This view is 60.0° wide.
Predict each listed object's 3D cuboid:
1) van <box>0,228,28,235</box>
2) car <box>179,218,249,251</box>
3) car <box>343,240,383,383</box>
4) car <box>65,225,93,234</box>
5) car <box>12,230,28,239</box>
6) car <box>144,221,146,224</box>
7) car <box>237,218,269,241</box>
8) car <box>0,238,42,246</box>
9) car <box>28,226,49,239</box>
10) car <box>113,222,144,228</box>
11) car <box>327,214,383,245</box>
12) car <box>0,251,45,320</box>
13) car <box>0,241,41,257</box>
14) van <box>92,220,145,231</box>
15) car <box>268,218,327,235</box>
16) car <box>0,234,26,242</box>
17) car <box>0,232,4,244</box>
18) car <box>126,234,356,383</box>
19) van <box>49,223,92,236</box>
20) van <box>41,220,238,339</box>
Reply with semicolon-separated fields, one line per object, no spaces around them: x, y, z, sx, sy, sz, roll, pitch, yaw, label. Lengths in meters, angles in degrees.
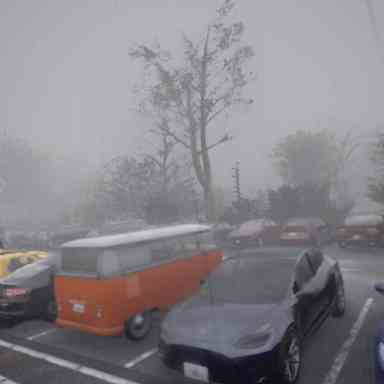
-16.833;4.648;34.164;1.878;1.987;4.442;-7;-4;35;van
1.551;2.665;21.404;2.097;1.535;5.008;-7;-4;35;car
3.711;1.577;4.548;2.002;1.452;4.674;-7;-4;35;car
-7.542;3.764;27.796;2.231;1.521;4.892;-7;-4;35;car
-14.424;4.624;32.657;2.163;1.488;4.792;-7;-4;35;car
-0.738;2.818;23.053;2.185;1.767;4.553;-7;-4;35;car
3.857;2.388;19.798;2.097;1.535;5.008;-7;-4;35;car
-7.912;2.922;12.469;1.946;1.575;5.366;-7;-4;35;car
-12.275;4.205;31.072;2.185;1.767;4.553;-7;-4;35;car
-3.043;3.220;24.639;2.097;1.535;5.008;-7;-4;35;car
8.555;1.821;16.492;2.097;1.535;5.008;-7;-4;35;car
-3.199;2.410;9.388;2.002;1.452;4.674;-7;-4;35;car
-5.397;2.644;11.159;1.946;1.575;5.366;-7;-4;35;car
-5.196;3.260;26.283;1.878;1.987;4.442;-7;-4;35;van
6.276;2.128;18.132;2.163;1.488;4.792;-7;-4;35;car
-10.100;3.078;14.268;2.185;1.767;4.553;-7;-4;35;car
-26.090;5.897;40.770;2.163;1.488;4.792;-6;-3;35;car
1.389;1.844;6.137;2.163;1.488;4.792;-7;-4;35;car
-9.797;3.816;29.515;1.878;1.987;4.442;-7;-4;35;van
-0.850;1.867;7.886;1.878;1.987;4.442;-7;-4;35;van
